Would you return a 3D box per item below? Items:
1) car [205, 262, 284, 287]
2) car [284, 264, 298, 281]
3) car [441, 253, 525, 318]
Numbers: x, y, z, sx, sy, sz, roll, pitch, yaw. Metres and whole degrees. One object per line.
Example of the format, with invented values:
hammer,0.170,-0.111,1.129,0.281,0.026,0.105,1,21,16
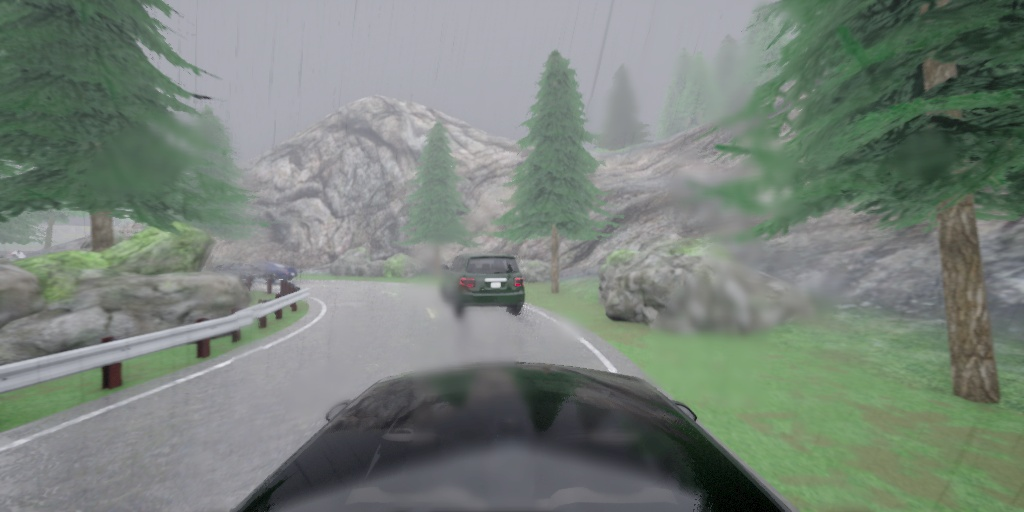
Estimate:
car,-17.145,1.217,22.564,4.181,1.385,1.994,0,0,7
car,-18.309,1.160,26.456,4.674,1.442,1.812,0,0,6
car,-1.232,0.920,13.097,2.150,2.045,5.566,0,0,-16
